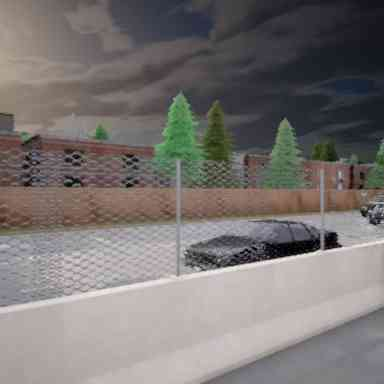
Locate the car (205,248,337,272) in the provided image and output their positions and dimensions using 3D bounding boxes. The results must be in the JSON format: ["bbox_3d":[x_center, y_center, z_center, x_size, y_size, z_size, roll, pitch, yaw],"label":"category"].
[{"bbox_3d":[2.292,1.549,9.924,5.357,1.411,2.033,0,0,-35],"label":"car"}]
